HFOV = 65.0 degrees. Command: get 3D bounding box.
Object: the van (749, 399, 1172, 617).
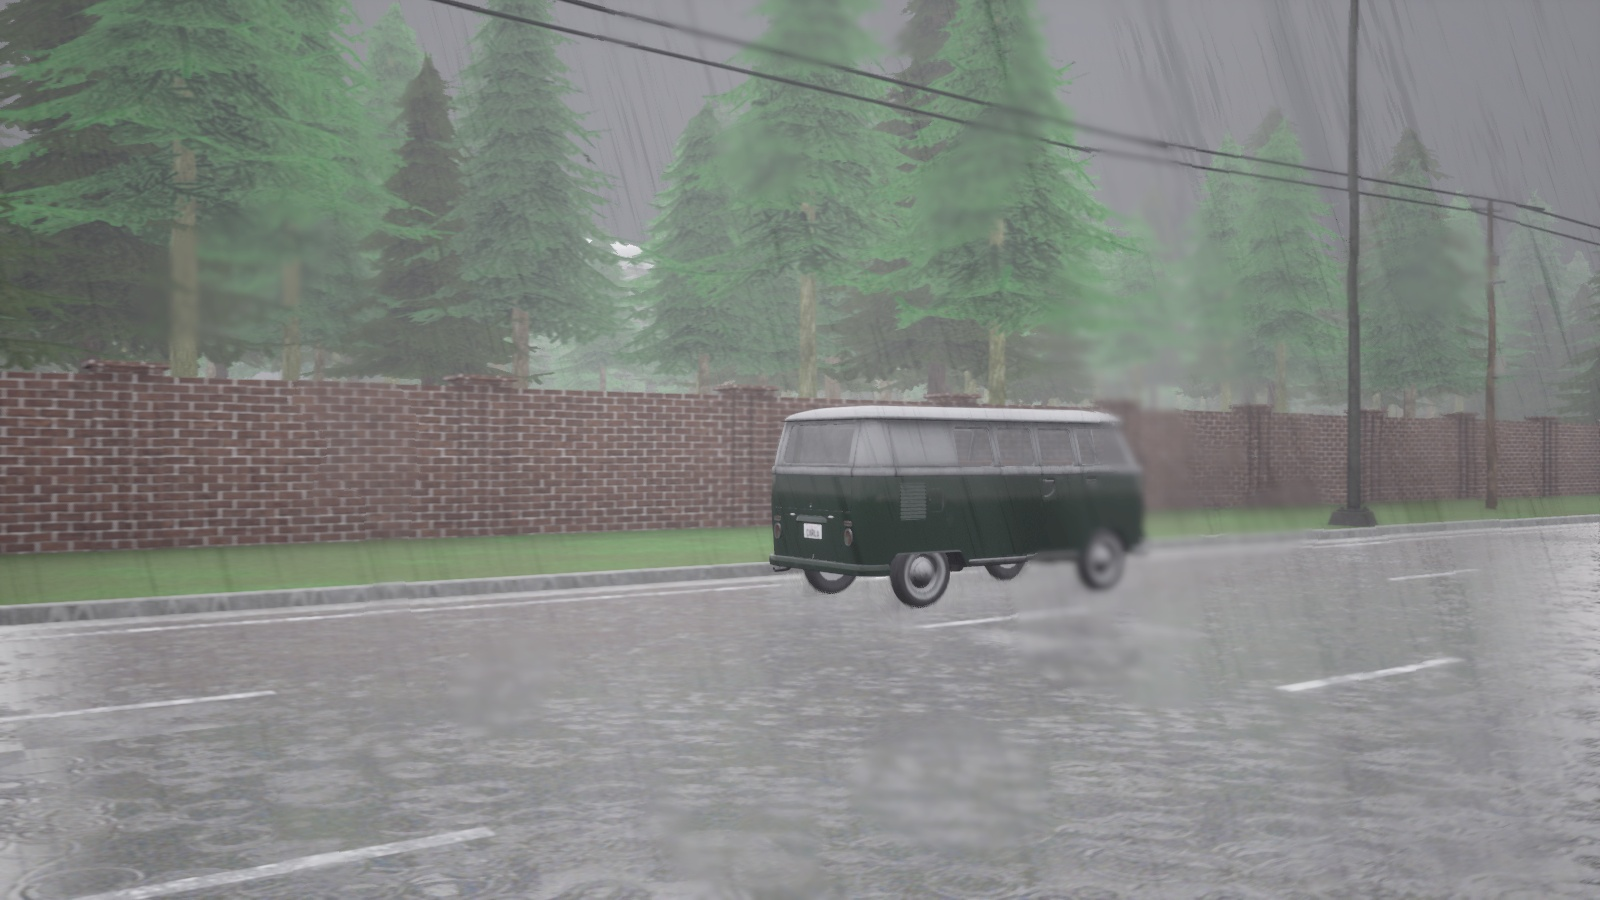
[{"bbox_3d":[1.810,0.527,13.448,4.442,1.987,1.775,0,0,-35],"label":"van"}]
